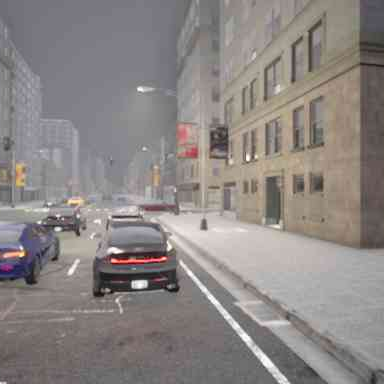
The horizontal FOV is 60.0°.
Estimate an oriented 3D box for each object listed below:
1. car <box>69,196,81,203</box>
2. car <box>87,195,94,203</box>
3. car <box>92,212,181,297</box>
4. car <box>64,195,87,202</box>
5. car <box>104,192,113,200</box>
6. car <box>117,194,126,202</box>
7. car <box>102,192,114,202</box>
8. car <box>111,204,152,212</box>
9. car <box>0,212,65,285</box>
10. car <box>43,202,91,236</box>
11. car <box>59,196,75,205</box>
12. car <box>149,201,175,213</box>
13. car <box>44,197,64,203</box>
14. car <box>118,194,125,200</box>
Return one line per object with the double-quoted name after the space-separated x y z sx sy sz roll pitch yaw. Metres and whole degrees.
-25.107 1.616 71.505 1.895 1.301 4.718 0 0 -12 "car"
-19.156 1.372 59.039 2.097 1.767 4.553 0 0 -13 "car"
-1.501 1.506 8.690 1.837 1.490 4.892 0 0 -12 "car"
-17.020 1.496 48.977 1.882 1.535 5.008 0 0 -12 "car"
-21.999 1.115 87.944 2.150 2.045 5.566 0 0 -12 "car"
-16.621 1.496 78.413 1.882 1.535 5.008 0 0 -12 "car"
-19.805 1.243 77.758 2.150 2.045 5.566 0 0 -12 "car"
-3.560 1.495 17.786 2.128 1.511 4.902 0 0 -12 "car"
-4.932 1.527 9.208 1.812 1.442 4.674 0 0 -12 "car"
-6.860 1.509 18.151 1.837 1.490 4.892 0 0 -12 "car"
-22.956 1.569 61.375 2.033 1.411 5.357 0 0 -12 "car"
-4.091 1.626 36.509 4.718 1.301 1.895 0 0 -12 "car"
-20.221 1.510 48.160 2.128 1.511 4.902 0 0 -15 "car"
-18.816 1.390 88.599 1.837 1.490 4.892 0 0 -12 "car"
